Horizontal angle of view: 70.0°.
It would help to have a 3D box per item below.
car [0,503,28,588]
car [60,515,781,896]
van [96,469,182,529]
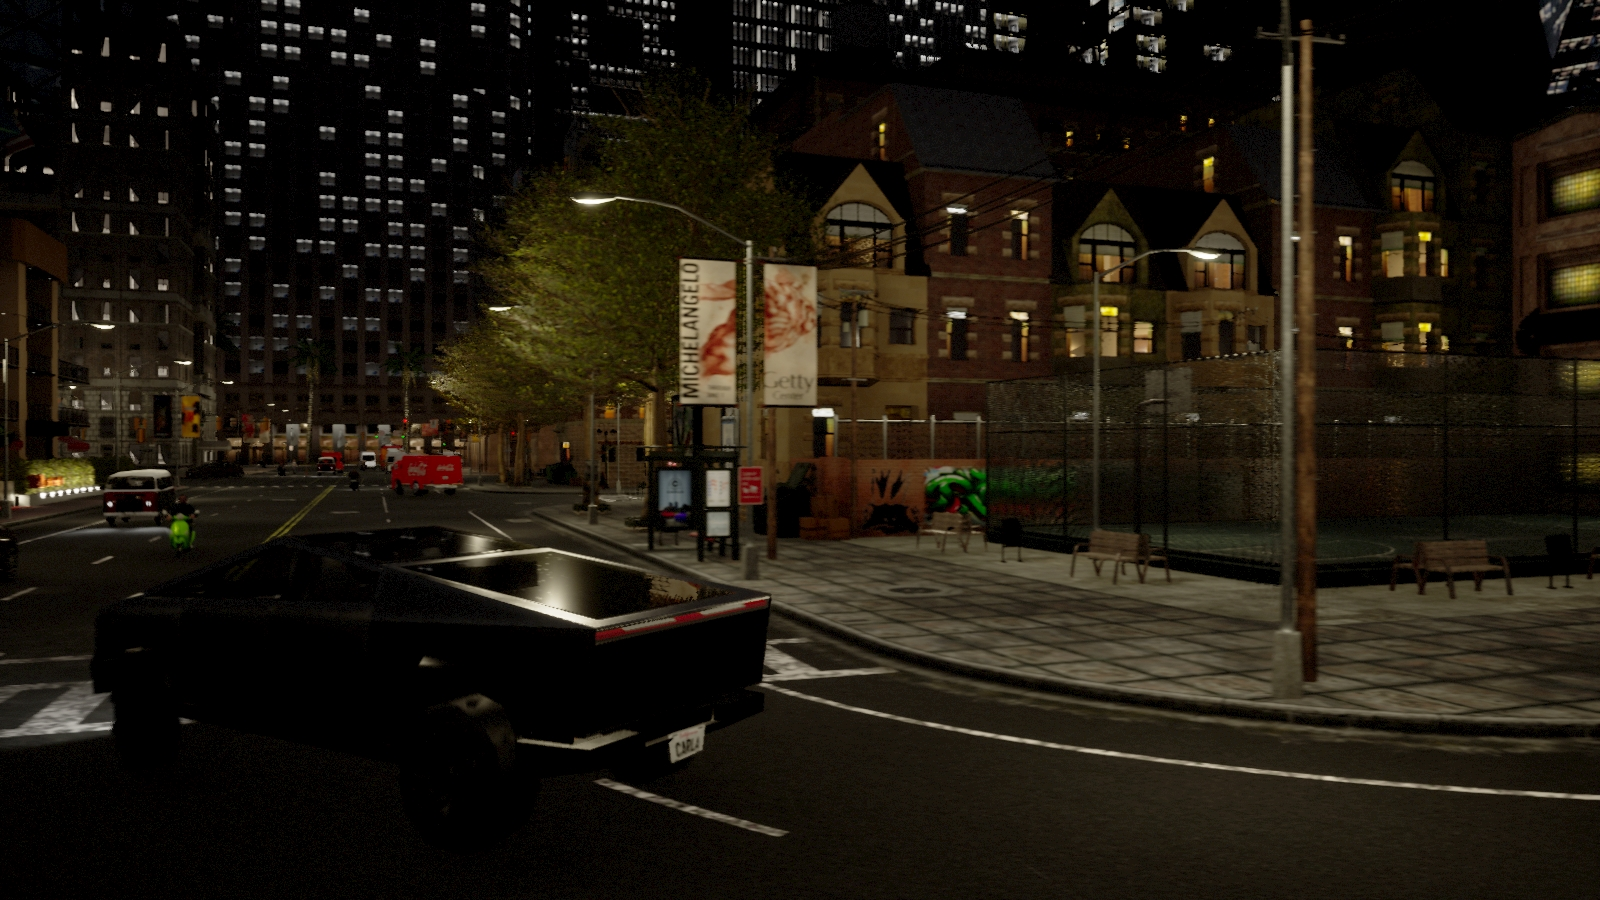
[{"bbox_3d":[-17.132,1.992,22.422,2.152,1.651,5.027,0,0,-21],"label":"car"},{"bbox_3d":[-3.451,1.753,9.821,6.274,2.098,2.390,0,0,31],"label":"car"},{"bbox_3d":[-24.735,1.783,42.890,2.069,2.038,4.480,0,0,-20],"label":"van"}]
